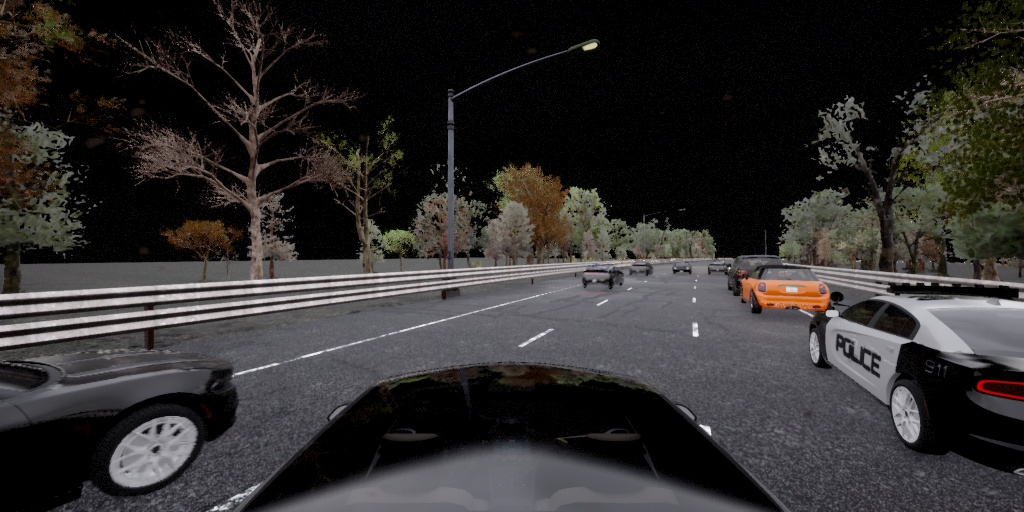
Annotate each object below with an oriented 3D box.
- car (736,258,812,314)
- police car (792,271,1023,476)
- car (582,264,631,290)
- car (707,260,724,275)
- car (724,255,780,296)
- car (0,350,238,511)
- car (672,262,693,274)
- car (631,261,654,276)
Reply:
[{"bbox_3d":[9.961,1.102,13.425,2.097,1.767,4.553,0,0,27],"label":"car"},{"bbox_3d":[5.618,1.175,4.712,1.930,1.638,5.238,0,0,26],"label":"police car"},{"bbox_3d":[5.874,1.242,22.834,2.128,1.511,4.902,0,0,27],"label":"car"},{"bbox_3d":[22.535,1.262,39.295,2.128,1.511,4.902,0,0,30],"label":"car"},{"bbox_3d":[12.686,0.978,18.753,2.150,2.045,5.566,0,0,27],"label":"car"},{"bbox_3d":[-4.530,1.228,1.976,1.882,1.535,5.008,0,0,26],"label":"car"},{"bbox_3d":[19.425,1.370,40.780,1.895,1.301,4.718,0,0,29],"label":"car"},{"bbox_3d":[13.436,1.255,37.091,2.128,1.511,4.902,0,0,28],"label":"car"}]
